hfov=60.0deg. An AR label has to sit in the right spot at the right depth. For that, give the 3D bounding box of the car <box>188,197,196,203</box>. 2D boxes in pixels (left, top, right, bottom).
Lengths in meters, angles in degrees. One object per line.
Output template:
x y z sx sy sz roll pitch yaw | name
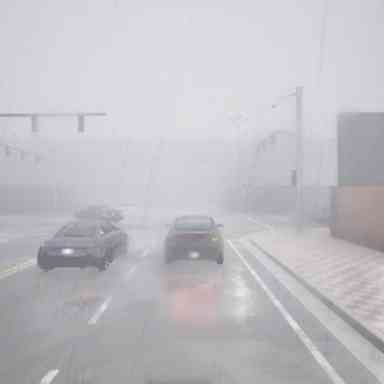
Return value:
-0.011 1.950 86.015 1.837 1.490 4.892 0 0 0 | car

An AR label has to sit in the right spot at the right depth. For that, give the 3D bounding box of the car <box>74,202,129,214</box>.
-7.302 1.657 25.655 2.033 1.411 5.357 0 0 -41 | car

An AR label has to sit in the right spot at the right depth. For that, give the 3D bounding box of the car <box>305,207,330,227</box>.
10.407 1.666 22.880 4.718 1.301 1.895 0 0 -1 | car

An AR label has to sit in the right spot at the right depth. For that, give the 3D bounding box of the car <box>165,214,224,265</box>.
0.086 1.568 11.937 1.837 1.490 4.892 0 0 0 | car

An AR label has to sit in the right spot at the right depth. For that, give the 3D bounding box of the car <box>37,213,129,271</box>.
-3.421 1.622 11.178 1.994 1.385 4.181 0 0 0 | car

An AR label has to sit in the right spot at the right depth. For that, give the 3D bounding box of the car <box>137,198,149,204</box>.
-10.509 1.927 71.507 1.994 1.385 4.181 0 0 0 | car

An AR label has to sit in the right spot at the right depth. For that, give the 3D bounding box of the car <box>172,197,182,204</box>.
-3.510 1.947 76.022 1.994 1.385 4.181 0 0 0 | car

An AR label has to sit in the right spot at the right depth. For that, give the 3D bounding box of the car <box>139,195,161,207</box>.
-7.062 1.517 56.180 2.150 2.045 5.566 0 0 1 | car

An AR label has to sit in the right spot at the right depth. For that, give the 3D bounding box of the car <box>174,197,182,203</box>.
-3.511 2.045 86.044 1.895 1.301 4.718 0 0 0 | car

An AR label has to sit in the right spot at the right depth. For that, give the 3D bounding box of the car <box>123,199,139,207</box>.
-10.563 1.858 55.979 1.994 1.385 4.181 0 0 0 | car

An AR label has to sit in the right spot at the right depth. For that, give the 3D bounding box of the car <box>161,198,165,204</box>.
-7.009 1.971 71.632 1.895 1.301 4.718 0 0 0 | car

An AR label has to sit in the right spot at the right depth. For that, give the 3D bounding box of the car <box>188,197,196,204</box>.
-0.010 1.871 75.659 1.882 1.535 5.008 0 0 0 | car
